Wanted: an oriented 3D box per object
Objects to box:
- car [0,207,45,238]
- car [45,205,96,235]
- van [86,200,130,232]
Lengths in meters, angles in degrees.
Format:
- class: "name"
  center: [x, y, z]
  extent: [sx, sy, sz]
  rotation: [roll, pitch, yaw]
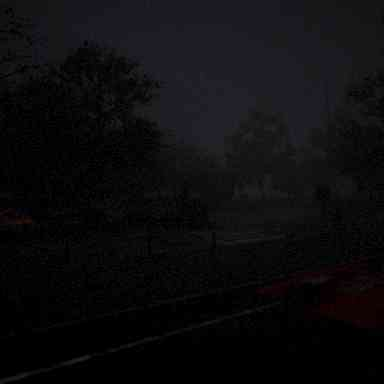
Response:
- class: "car"
  center: [-10.243, 1.660, 19.199]
  extent: [1.946, 1.575, 5.366]
  rotation: [1, -1, -35]
- class: "car"
  center: [-8.109, 1.747, 20.988]
  extent: [2.163, 1.488, 4.792]
  rotation: [1, -1, -36]
- class: "van"
  center: [-5.763, 1.546, 22.482]
  extent: [1.878, 1.987, 4.442]
  rotation: [1, -1, -35]
